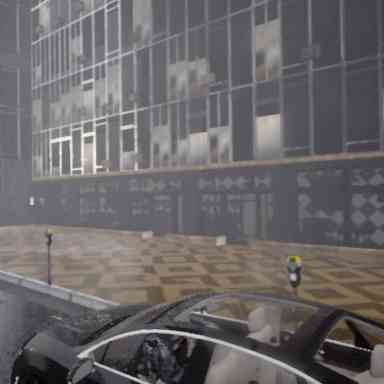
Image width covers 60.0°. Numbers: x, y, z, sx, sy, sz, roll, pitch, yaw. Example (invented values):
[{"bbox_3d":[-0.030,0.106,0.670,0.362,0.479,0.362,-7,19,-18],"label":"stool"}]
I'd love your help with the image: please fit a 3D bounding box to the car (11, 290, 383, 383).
[{"bbox_3d":[0.226,1.550,2.731,4.403,1.369,2.008,0,-1,36],"label":"car"}]
